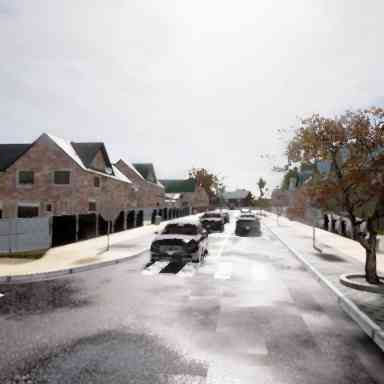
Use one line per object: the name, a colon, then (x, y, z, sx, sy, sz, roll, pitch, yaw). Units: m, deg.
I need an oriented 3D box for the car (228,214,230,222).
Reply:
car: (3.372, 2.883, 38.642, 1.895, 1.301, 4.718, 0, -2, 9)

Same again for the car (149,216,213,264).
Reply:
car: (-0.391, 1.982, 14.035, 1.837, 1.490, 4.892, 1, -2, 9)

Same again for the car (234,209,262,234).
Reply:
car: (4.390, 2.399, 26.225, 1.837, 1.490, 4.892, 0, -2, 9)

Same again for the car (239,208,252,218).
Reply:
car: (8.819, 3.443, 54.820, 1.994, 1.385, 4.181, 0, -2, 9)

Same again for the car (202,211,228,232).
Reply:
car: (1.656, 2.383, 27.440, 1.882, 1.535, 5.008, 0, -2, 9)
